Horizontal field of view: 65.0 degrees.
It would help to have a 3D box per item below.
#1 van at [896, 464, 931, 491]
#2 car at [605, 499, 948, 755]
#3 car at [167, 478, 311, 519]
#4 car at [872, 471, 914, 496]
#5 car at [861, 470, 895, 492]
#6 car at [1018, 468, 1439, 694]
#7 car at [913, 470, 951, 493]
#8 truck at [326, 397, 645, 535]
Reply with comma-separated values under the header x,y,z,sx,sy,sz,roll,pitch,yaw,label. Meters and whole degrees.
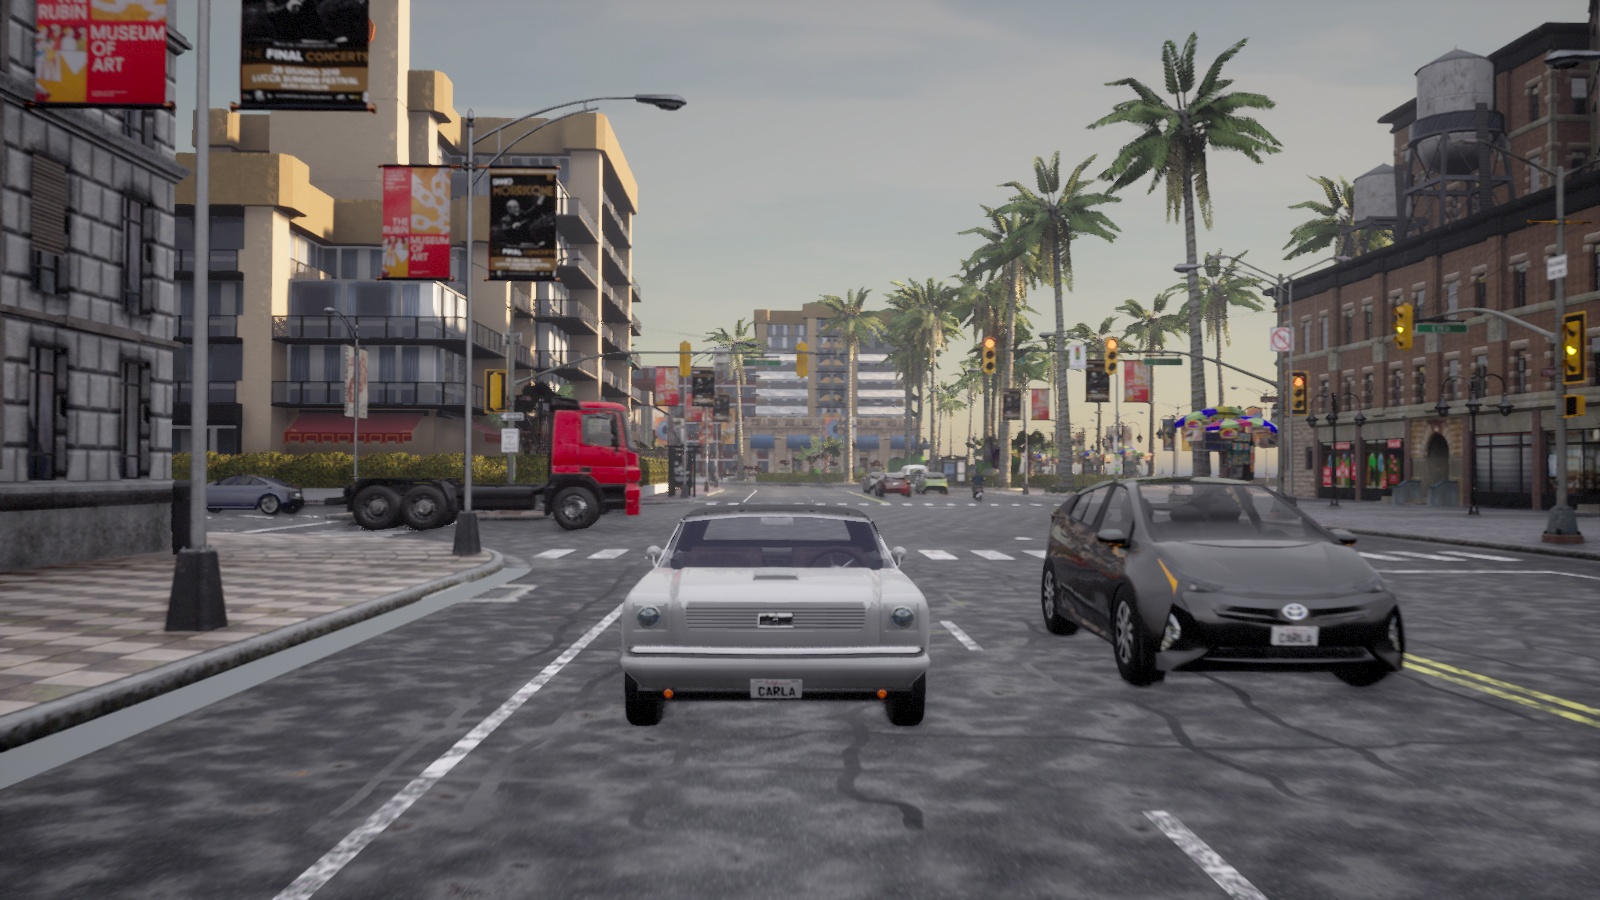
x,y,z,sx,sy,sz,roll,pitch,yaw,label
8.788,2.106,97.505,2.069,2.038,4.480,0,-1,-2,van
-0.168,1.069,9.316,1.895,1.301,4.718,0,-1,-1,car
-19.589,1.686,43.982,4.181,1.385,1.994,0,-1,-1,car
5.689,2.065,77.399,2.163,1.488,4.792,0,-1,-1,car
5.495,2.205,89.069,2.007,1.525,4.514,0,-1,-1,car
3.306,0.925,10.803,2.007,1.525,4.514,0,-1,-1,car
9.041,2.144,86.322,2.007,1.525,4.514,0,-1,-1,car
-8.162,0.419,33.550,7.936,3.462,2.891,0,-1,-6,truck
